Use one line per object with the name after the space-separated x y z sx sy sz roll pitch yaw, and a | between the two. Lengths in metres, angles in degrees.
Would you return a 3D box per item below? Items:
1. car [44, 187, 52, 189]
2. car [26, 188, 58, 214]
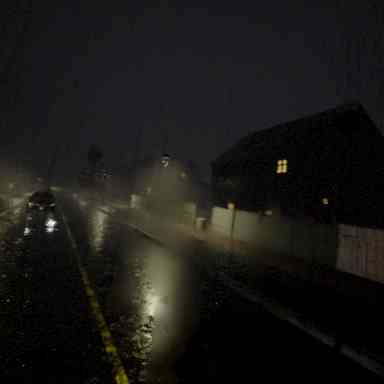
-25.712 -0.197 59.200 2.033 1.411 5.357 4 0 -23 | car
-10.734 0.720 23.883 1.812 1.442 4.674 4 0 -23 | car
